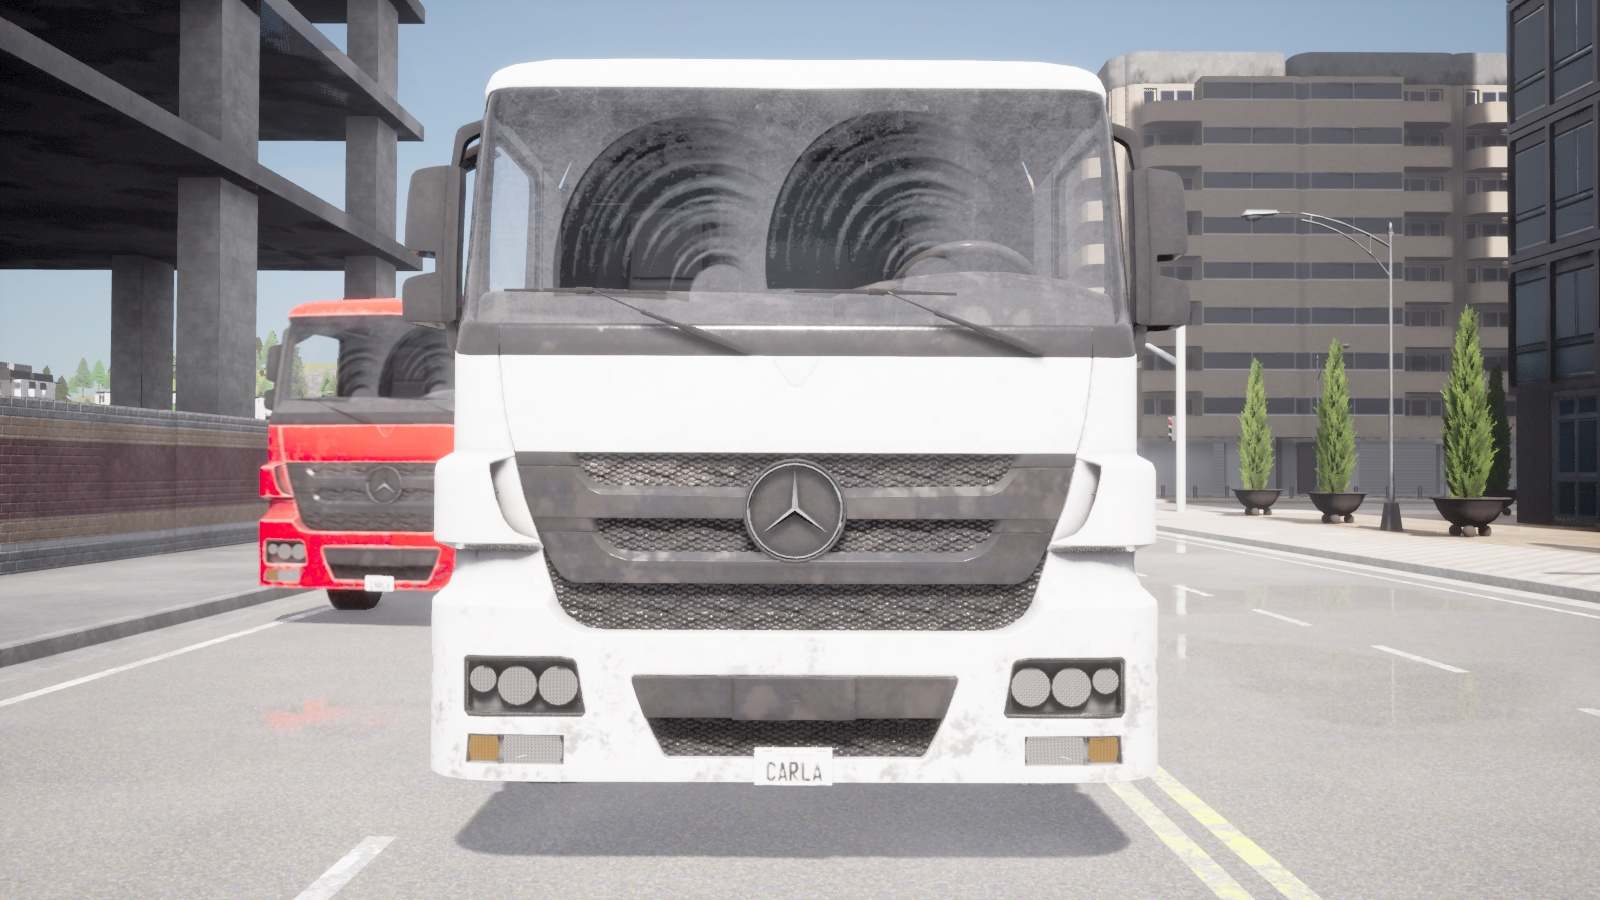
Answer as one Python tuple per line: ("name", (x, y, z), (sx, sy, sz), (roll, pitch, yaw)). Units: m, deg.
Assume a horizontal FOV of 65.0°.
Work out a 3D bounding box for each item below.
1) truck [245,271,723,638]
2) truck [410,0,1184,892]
("truck", (-3.346, 0.115, 16.030), (2.891, 3.462, 7.936), (-1, -1, 10))
("truck", (-0.027, -0.022, 8.684), (2.891, 3.462, 7.936), (0, -1, 0))
